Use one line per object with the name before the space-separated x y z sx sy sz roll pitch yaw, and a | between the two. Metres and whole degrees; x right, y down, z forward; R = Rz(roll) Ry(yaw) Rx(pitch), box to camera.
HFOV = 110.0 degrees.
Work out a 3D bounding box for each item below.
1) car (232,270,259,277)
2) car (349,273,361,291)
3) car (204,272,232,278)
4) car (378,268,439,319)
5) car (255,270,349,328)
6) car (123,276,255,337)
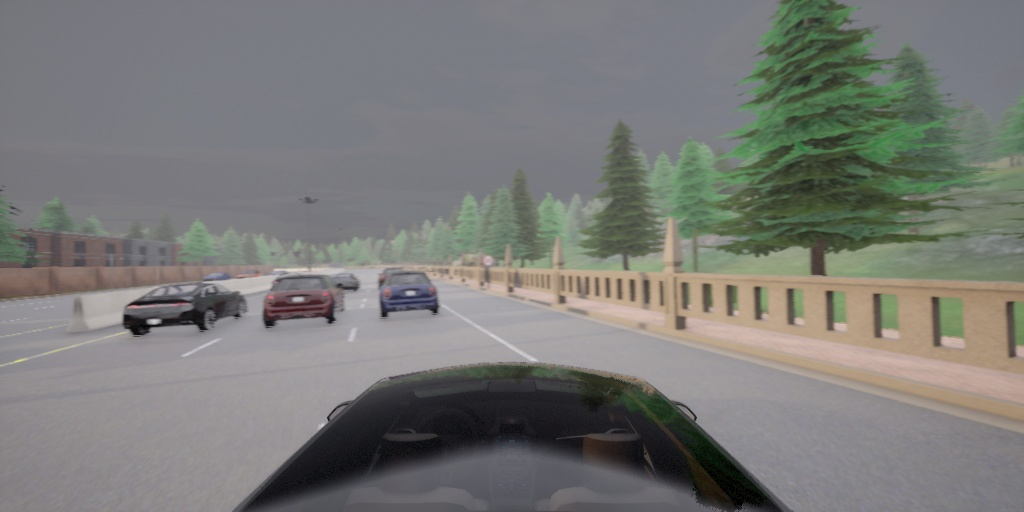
car | -35.872 2.724 49.183 2.097 1.767 4.553 -1 -1 -20
car | -12.954 2.019 27.917 1.994 1.385 4.181 -1 -1 -20
car | -39.092 2.922 47.825 1.882 1.535 5.008 -1 -1 -20
car | -4.351 1.394 14.808 2.097 1.767 4.553 -1 -1 -20
car | -7.615 1.468 13.547 2.097 1.767 4.553 -1 -1 -20
car | -10.910 1.686 12.373 2.128 1.511 4.902 -1 -1 -20
